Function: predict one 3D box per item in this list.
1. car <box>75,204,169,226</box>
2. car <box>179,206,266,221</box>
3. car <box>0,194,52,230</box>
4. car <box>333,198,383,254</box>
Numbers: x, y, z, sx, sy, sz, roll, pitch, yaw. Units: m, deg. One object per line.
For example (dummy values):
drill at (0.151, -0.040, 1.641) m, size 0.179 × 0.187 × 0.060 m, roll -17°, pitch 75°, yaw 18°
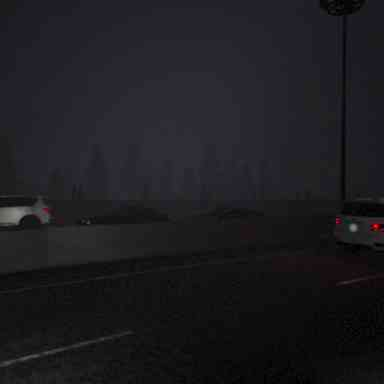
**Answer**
car at (-3.674, 1.440, 17.960) m, size 5.008 × 1.535 × 1.882 m, roll 0°, pitch 0°, yaw -30°
car at (1.621, 1.475, 16.952) m, size 4.902 × 1.511 × 2.128 m, roll 0°, pitch 0°, yaw -28°
car at (-10.527, 1.152, 17.796) m, size 5.566 × 2.045 × 2.150 m, roll 0°, pitch 0°, yaw -34°
car at (7.649, 1.227, 12.056) m, size 5.566 × 2.045 × 2.150 m, roll 0°, pitch 0°, yaw -27°
